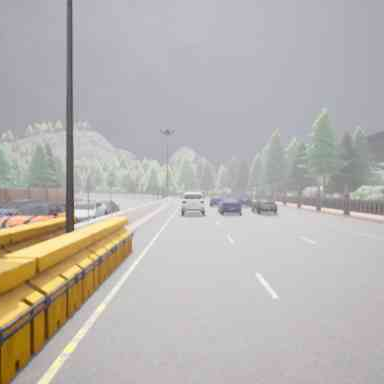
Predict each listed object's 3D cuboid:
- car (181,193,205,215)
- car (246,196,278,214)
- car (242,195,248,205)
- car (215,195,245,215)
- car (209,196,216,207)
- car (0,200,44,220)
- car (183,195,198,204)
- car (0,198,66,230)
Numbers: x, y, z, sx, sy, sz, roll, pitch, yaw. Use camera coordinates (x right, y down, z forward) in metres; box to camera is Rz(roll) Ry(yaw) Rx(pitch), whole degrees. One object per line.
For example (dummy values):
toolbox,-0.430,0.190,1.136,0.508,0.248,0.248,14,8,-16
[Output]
car,0.106,1.080,32.203,2.150,2.045,5.566,0,0,0
car,7.051,1.346,32.763,2.128,1.511,4.902,0,0,0
car,7.016,1.148,46.663,2.097,1.767,4.553,0,0,0
car,3.605,1.336,32.286,1.882,1.535,5.008,0,0,0
car,3.523,1.270,47.487,1.882,1.535,5.008,0,0,0
car,-14.052,1.446,27.299,1.994,1.385,4.181,0,0,0
car,-0.339,1.241,56.676,2.128,1.511,4.902,0,0,-5
car,-7.084,1.285,15.314,2.097,1.767,4.553,0,0,0
